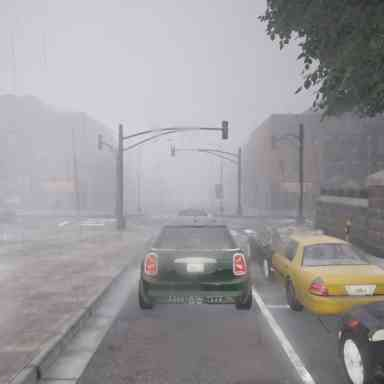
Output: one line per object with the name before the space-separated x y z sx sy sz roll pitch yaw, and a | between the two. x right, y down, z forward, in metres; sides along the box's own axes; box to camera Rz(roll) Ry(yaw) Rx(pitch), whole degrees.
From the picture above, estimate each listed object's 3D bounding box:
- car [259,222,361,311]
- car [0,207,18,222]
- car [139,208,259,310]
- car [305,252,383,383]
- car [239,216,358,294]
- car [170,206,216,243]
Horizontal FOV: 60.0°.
car | 2.685 1.523 7.605 1.752 1.417 4.829 -1 0 0
car | -14.725 1.426 23.080 4.892 1.490 1.837 1 1 0
car | 0.077 1.350 7.986 2.097 1.767 4.553 0 0 0
car | 2.625 1.550 2.443 2.008 1.369 4.403 -1 0 0
car | 2.665 1.548 9.579 2.008 1.369 4.403 -1 0 0
car | 0.036 1.555 17.420 2.033 1.411 5.357 0 0 0
